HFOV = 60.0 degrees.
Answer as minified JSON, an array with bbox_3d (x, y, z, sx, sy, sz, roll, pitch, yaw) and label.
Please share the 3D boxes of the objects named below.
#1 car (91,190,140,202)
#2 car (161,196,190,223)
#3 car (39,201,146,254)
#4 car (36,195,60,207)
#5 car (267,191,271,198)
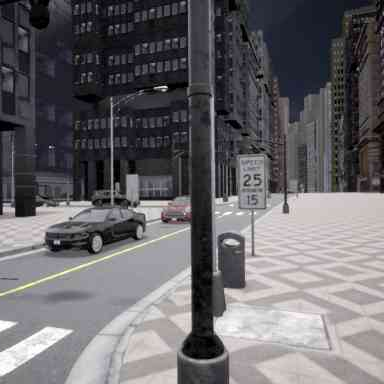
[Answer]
[{"bbox_3d":[-8.491,0.811,36.937,5.566,2.045,2.150,-1,0,21],"label":"car"},{"bbox_3d":[-0.416,1.047,22.388,2.097,1.767,4.553,-1,1,18],"label":"car"},{"bbox_3d":[-3.591,1.331,13.195,1.882,1.535,5.008,-1,1,19],"label":"car"},{"bbox_3d":[-18.324,1.192,40.306,4.892,1.490,1.837,0,0,19],"label":"car"},{"bbox_3d":[14.790,0.465,66.769,1.837,1.490,4.892,-1,1,19],"label":"car"}]
